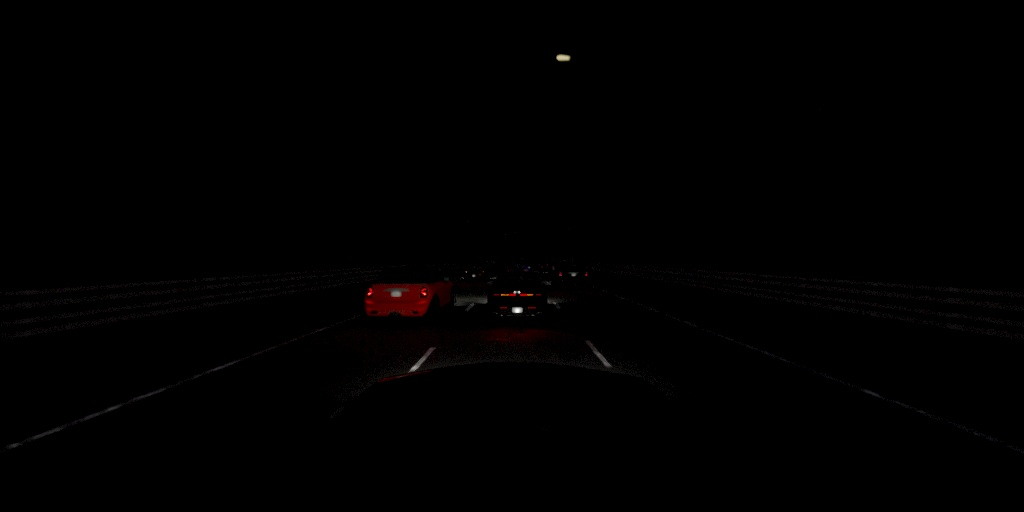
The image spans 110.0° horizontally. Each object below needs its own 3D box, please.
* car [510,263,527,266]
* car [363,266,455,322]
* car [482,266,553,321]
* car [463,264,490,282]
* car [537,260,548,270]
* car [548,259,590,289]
[{"bbox_3d":[0.567,1.337,31.005,1.882,1.535,5.008,0,0,2],"label":"car"},{"bbox_3d":[-3.319,1.127,12.473,2.097,1.767,4.553,0,0,1],"label":"car"},{"bbox_3d":[0.181,1.283,12.569,1.837,1.490,4.892,0,0,1],"label":"car"},{"bbox_3d":[-2.946,1.380,30.611,1.812,1.442,4.674,0,0,2],"label":"car"},{"bbox_3d":[4.600,1.542,47.468,1.994,1.385,4.181,0,-1,3],"label":"car"},{"bbox_3d":[3.769,1.175,23.740,2.097,1.767,4.553,0,0,1],"label":"car"}]
